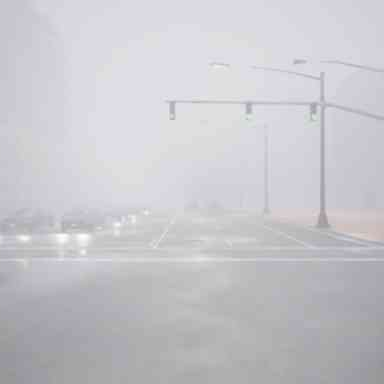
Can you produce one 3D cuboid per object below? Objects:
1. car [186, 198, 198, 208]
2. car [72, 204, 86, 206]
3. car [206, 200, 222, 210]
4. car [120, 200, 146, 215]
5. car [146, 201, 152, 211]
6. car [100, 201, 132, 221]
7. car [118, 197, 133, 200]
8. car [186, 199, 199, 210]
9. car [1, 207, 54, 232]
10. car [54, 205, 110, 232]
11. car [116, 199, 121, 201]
[{"bbox_3d":[0.010,2.009,62.670,2.097,1.767,4.553,0,-1,0],"label":"car"},{"bbox_3d":[-10.584,1.879,31.522,2.033,1.411,5.357,0,-1,0],"label":"car"},{"bbox_3d":[3.507,2.042,51.213,1.837,1.490,4.892,0,-1,0],"label":"car"},{"bbox_3d":[-7.082,1.978,39.408,1.994,1.385,4.181,0,-1,0],"label":"car"},{"bbox_3d":[-7.058,2.082,49.384,1.994,1.385,4.181,0,-1,0],"label":"car"},{"bbox_3d":[-7.083,1.848,30.658,1.812,1.442,4.674,0,-1,0],"label":"car"},{"bbox_3d":[-10.538,1.767,51.955,2.150,2.045,5.566,0,-1,0],"label":"car"},{"bbox_3d":[0.107,2.042,52.490,2.128,1.511,4.902,0,-1,0],"label":"car"},{"bbox_3d":[-10.590,1.757,21.946,1.812,1.442,4.674,0,-1,0],"label":"car"},{"bbox_3d":[-7.089,1.795,21.914,1.994,1.385,4.181,0,-1,0],"label":"car"},{"bbox_3d":[-10.584,1.985,41.609,2.033,1.411,5.357,0,-1,0],"label":"car"}]
